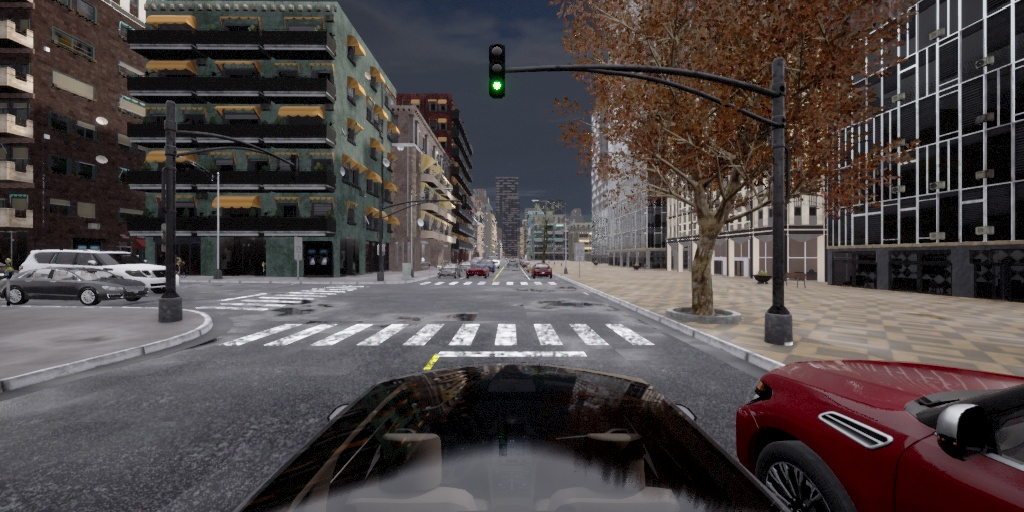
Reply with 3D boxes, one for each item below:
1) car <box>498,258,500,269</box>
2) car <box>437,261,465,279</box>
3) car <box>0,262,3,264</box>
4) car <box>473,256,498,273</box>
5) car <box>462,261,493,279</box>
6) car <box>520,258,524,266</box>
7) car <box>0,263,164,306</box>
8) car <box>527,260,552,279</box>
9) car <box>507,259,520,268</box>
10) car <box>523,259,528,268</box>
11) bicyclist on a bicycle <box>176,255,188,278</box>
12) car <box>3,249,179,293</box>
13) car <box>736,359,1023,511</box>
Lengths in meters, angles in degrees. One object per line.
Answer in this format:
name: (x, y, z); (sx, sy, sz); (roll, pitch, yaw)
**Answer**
car: (-3.098, 1.011, 57.256); (2.150, 2.045, 5.566); (0, 0, 0)
car: (-5.696, 1.312, 32.976); (2.007, 1.370, 4.403); (0, 0, 0)
car: (-33.192, 0.869, 21.766); (4.403, 1.370, 2.007); (0, 0, -1)
car: (-3.107, 1.124, 43.079); (2.097, 1.767, 4.553); (0, 0, 0)
car: (-3.108, 1.363, 33.010); (1.895, 1.301, 4.718); (0, 0, 0)
car: (2.679, 1.375, 60.640); (1.802, 1.307, 4.207); (0, 0, 0)
car: (-16.437, 1.092, 13.558); (4.403, 1.370, 2.007); (0, 0, -1)
car: (2.685, 1.307, 32.977); (1.888, 1.381, 4.507); (0, 0, 0)
car: (0.087, 1.289, 64.453); (2.128, 1.511, 4.902); (0, 0, 0)
car: (2.682, 1.298, 44.213); (1.751, 1.417, 4.829); (0, 0, 0)
bicyclist on a bicycle: (-23.173, 0.761, 24.817); (0.582, 1.620, 1.656); (1, 0, -1)
car: (-18.430, 0.738, 16.126); (5.566, 2.045, 2.150); (1, 0, -1)
car: (2.692, 1.065, 0.590); (2.192, 1.841, 5.009); (0, 0, 0)
